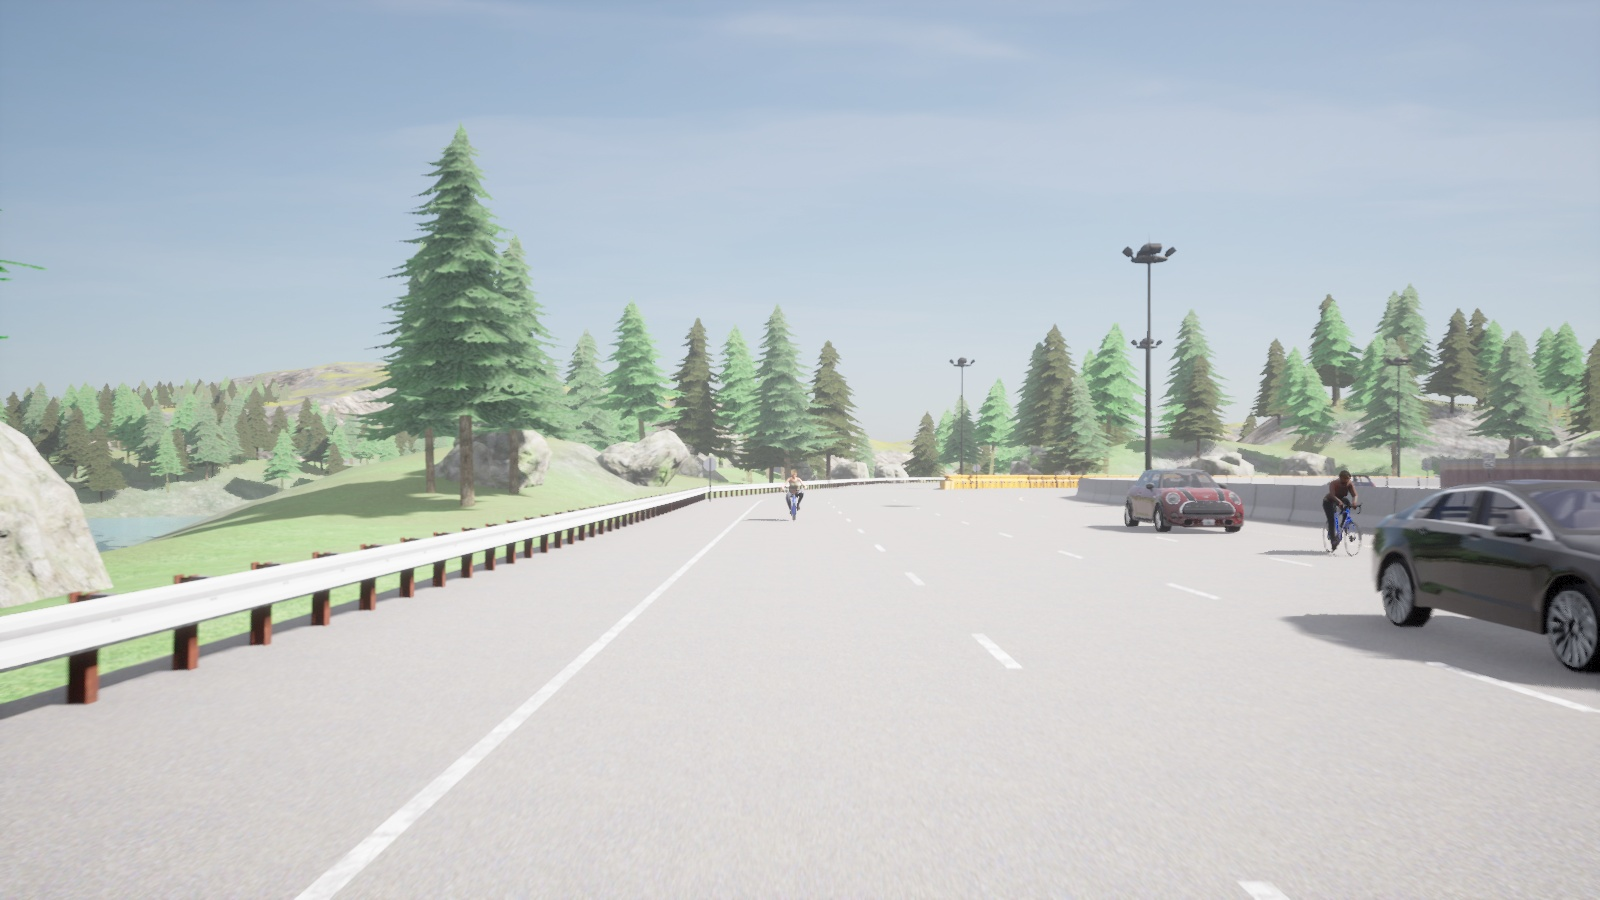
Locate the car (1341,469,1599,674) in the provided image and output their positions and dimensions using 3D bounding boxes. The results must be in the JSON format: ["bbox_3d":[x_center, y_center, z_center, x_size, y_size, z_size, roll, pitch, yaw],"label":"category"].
[{"bbox_3d":[6.965,0.931,11.211,2.128,1.511,4.902,0,-1,0],"label":"car"}]

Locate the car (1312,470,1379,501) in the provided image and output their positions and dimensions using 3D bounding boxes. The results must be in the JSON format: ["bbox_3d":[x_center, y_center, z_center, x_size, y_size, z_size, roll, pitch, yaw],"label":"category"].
[{"bbox_3d":[27.740,1.788,63.969,1.845,1.501,3.633,0,-1,1],"label":"car"}]

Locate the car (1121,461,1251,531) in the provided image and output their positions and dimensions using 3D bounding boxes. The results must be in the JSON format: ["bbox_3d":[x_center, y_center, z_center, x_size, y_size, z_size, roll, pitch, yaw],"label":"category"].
[{"bbox_3d":[10.348,1.202,34.047,2.097,1.767,4.553,0,-1,0],"label":"car"}]

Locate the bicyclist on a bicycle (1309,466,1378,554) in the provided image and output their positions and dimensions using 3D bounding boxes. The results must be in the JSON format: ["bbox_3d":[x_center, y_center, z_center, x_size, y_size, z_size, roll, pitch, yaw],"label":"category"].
[{"bbox_3d":[10.400,1.129,24.092,0.582,1.620,1.656,0,-1,0],"label":"bicyclist on a bicycle"}]
